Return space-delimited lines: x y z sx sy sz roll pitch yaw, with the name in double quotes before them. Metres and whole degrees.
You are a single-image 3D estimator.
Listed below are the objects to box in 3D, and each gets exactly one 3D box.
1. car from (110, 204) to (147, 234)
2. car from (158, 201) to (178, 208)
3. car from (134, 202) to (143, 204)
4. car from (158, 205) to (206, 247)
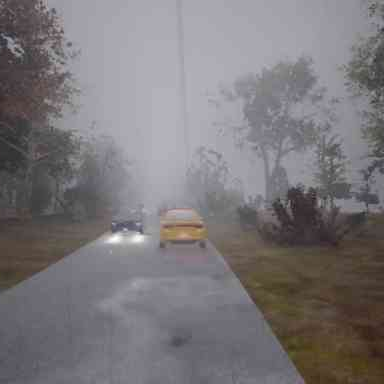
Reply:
"car" -3.785 1.671 20.580 2.033 1.411 5.357 0 -1 -5
"car" -2.596 1.704 35.854 2.097 1.767 4.553 0 -1 -8
"car" -9.861 2.517 61.551 1.895 1.301 4.718 0 -2 -10
"car" -0.484 1.556 15.398 1.882 1.535 5.008 0 0 -3
